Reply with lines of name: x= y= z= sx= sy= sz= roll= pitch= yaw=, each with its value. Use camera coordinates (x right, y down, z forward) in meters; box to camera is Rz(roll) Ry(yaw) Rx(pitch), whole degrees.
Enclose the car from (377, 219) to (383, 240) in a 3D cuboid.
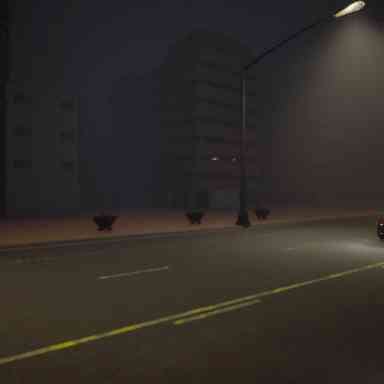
car: x=10.791 y=1.466 z=15.919 sx=5.008 sy=1.535 sz=1.882 roll=0 pitch=0 yaw=-35
